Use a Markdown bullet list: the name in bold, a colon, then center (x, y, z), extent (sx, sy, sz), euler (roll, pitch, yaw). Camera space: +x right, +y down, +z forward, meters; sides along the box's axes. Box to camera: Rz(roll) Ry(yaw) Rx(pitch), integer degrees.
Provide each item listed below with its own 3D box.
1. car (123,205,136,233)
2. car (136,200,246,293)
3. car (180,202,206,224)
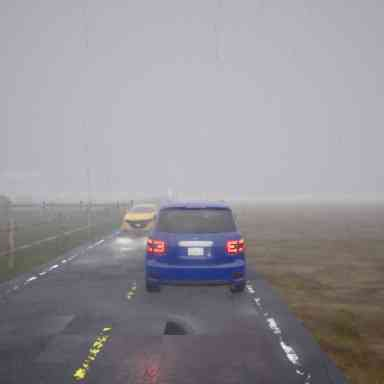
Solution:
- **car**: center (-2.870, 1.490, 20.174), extent (1.882, 1.535, 5.008), euler (0, 0, 0)
- **car**: center (0.077, 1.226, 9.021), extent (2.150, 2.045, 5.566), euler (0, 0, 0)
- **car**: center (0.067, 1.543, 26.162), extent (1.812, 1.442, 4.674), euler (0, 0, 0)
